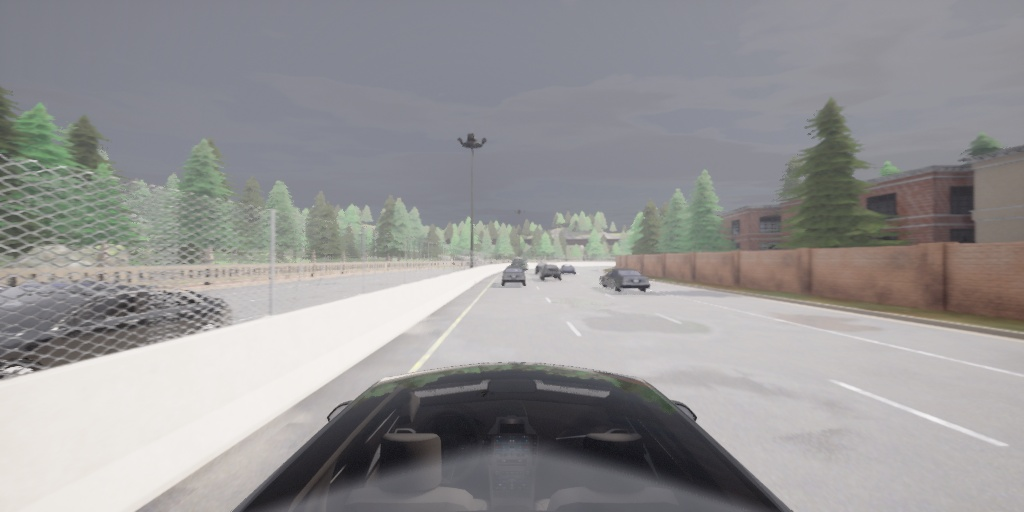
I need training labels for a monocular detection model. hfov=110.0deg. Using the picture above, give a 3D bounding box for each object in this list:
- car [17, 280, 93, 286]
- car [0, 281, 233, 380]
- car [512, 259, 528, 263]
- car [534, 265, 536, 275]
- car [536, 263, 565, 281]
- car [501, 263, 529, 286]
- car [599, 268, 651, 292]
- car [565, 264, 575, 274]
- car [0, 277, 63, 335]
[{"bbox_3d":[-10.591,1.319,8.231,1.812,1.442,4.674,0,-1,0],"label":"car"},{"bbox_3d":[-7.095,1.283,5.915,1.837,1.490,4.892,0,-1,0],"label":"car"},{"bbox_3d":[1.266,1.480,56.313,2.150,2.045,5.566,-1,0,9],"label":"car"},{"bbox_3d":[4.034,1.663,48.155,1.882,1.535,5.008,0,0,4],"label":"car"},{"bbox_3d":[3.642,1.567,34.838,1.837,1.490,4.892,0,-1,0],"label":"car"},{"bbox_3d":[0.134,1.543,28.279,2.033,1.411,5.357,0,-1,0],"label":"car"},{"bbox_3d":[7.127,1.506,23.088,2.033,1.411,5.357,0,-1,0],"label":"car"},{"bbox_3d":[7.640,1.769,49.547,1.994,1.385,4.181,0,0,5],"label":"car"},{"bbox_3d":[-14.091,1.313,8.185,1.812,1.442,4.674,0,-1,0],"label":"car"}]
